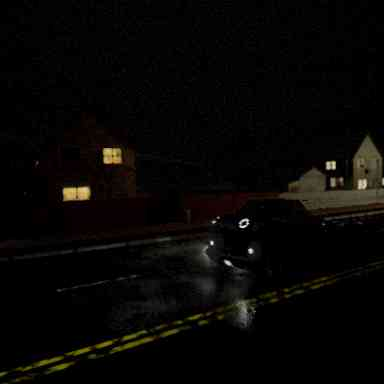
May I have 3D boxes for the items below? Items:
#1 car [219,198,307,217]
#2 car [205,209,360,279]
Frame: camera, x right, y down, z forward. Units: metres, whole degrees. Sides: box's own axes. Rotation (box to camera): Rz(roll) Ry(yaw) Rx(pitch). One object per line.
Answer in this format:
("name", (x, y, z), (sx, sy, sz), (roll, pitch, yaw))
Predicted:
("car", (2.953, 1.072, 13.679), (4.553, 1.767, 2.097), (-2, 1, -35))
("car", (2.702, 1.393, 9.535), (4.718, 1.301, 1.895), (-2, 1, -35))
